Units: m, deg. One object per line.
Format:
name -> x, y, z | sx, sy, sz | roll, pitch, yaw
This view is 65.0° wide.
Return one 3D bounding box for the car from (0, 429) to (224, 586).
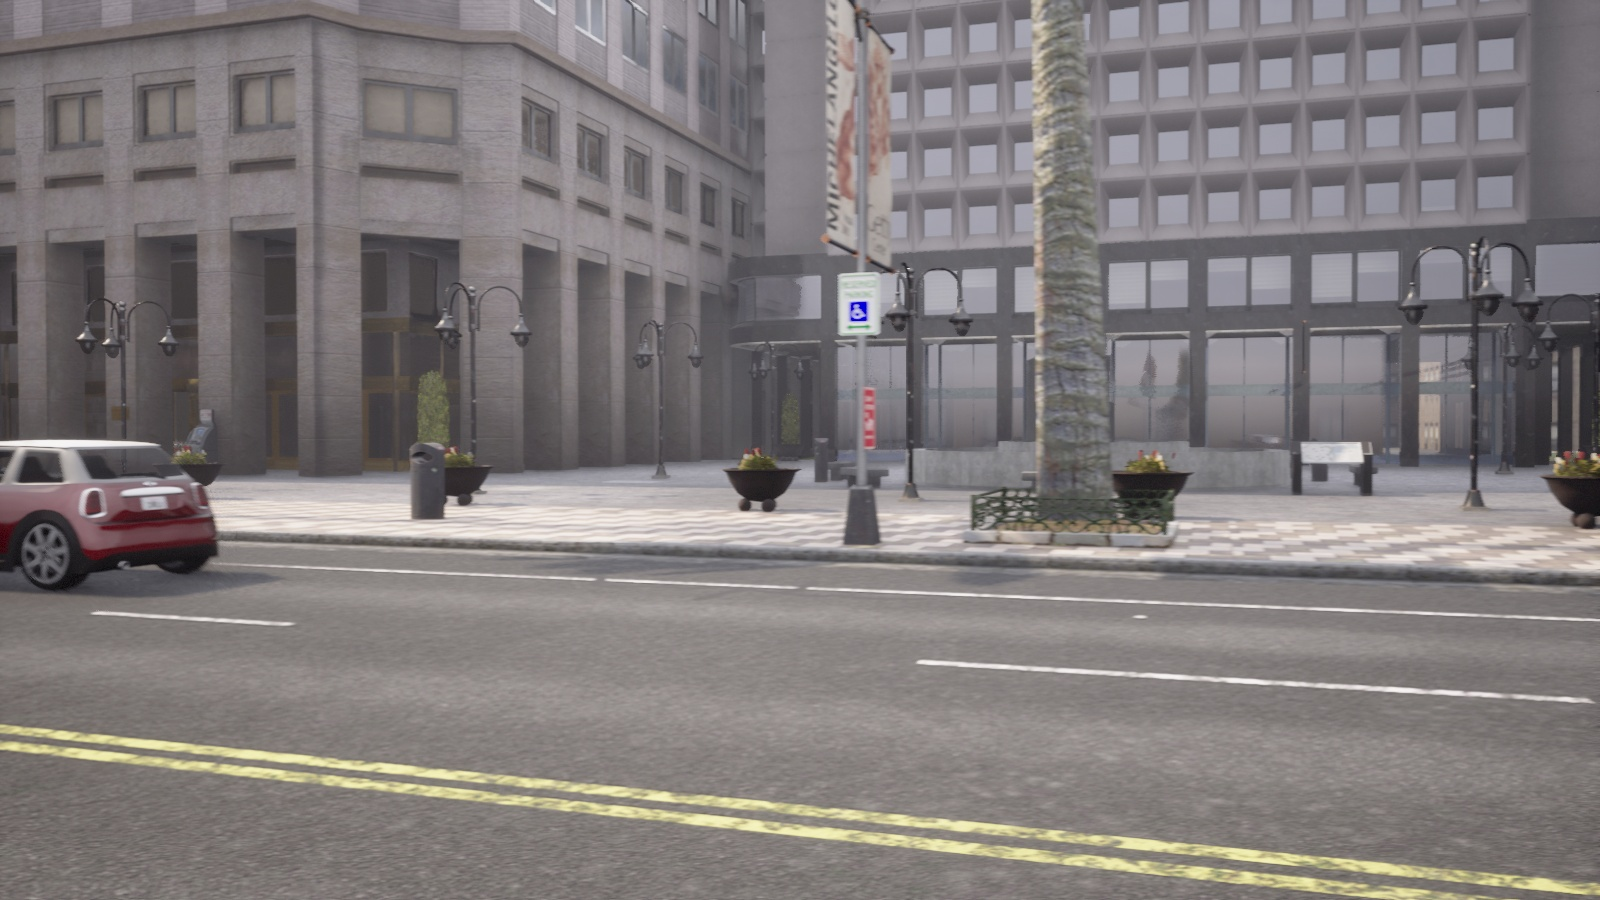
car -> -8.454, 0.522, 13.497 | 3.806, 1.475, 1.970 | 1, 1, 19
